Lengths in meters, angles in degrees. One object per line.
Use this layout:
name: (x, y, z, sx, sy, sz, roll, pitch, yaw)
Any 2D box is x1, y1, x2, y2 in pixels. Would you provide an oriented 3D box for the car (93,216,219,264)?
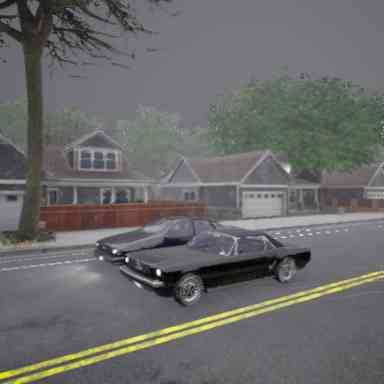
car: (-0.459, 1.553, 11.252, 5.357, 1.411, 2.033, 0, 0, -35)

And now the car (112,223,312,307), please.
car: (0.722, 1.604, 8.118, 4.718, 1.301, 1.895, 0, 0, -35)
